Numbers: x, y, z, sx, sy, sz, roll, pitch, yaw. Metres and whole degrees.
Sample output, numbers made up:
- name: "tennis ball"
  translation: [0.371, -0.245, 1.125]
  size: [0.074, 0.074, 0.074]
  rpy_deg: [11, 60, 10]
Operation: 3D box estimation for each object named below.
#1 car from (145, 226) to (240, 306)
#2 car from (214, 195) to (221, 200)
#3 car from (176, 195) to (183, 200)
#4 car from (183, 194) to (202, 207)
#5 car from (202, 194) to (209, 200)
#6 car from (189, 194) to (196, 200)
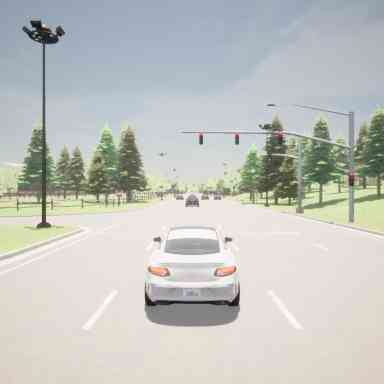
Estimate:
- name: "car"
  translation: [0.017, 1.526, 7.884]
  size: [1.812, 1.442, 4.674]
  rpy_deg: [0, 0, 0]
- name: "car"
  translation: [7.125, 1.525, 93.224]
  size: [2.128, 1.511, 4.902]
  rpy_deg: [0, 0, 0]
- name: "car"
  translation: [-3.375, 1.552, 93.205]
  size: [1.994, 1.385, 4.181]
  rpy_deg: [0, 0, 0]
- name: "car"
  translation: [0.070, 1.352, 51.757]
  size: [2.097, 1.767, 4.553]
  rpy_deg: [0, 0, 0]
- name: "car"
  translation: [3.625, 1.355, 93.199]
  size: [2.097, 1.767, 4.553]
  rpy_deg: [0, 0, 0]
- name: "car"
  translation: [0.125, 1.355, 93.204]
  size: [2.097, 1.767, 4.553]
  rpy_deg: [0, 0, 0]
